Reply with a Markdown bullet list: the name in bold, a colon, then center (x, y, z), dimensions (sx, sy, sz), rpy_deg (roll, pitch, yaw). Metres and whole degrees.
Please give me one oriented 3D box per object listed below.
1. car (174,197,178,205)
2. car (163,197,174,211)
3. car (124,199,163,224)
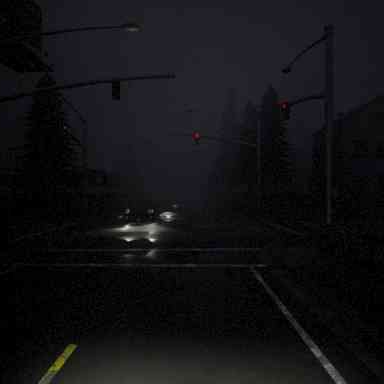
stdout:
- **car**: center (-3.423, 1.547, 59.436), dimensions (2.033, 1.411, 5.357), rpy_deg (0, 0, 0)
- **car**: center (-3.542, 1.601, 39.886), dimensions (1.895, 1.301, 4.718), rpy_deg (0, 0, 0)
- **car**: center (-3.586, 1.296, 24.456), dimensions (2.097, 1.767, 4.553), rpy_deg (-1, 0, 0)
